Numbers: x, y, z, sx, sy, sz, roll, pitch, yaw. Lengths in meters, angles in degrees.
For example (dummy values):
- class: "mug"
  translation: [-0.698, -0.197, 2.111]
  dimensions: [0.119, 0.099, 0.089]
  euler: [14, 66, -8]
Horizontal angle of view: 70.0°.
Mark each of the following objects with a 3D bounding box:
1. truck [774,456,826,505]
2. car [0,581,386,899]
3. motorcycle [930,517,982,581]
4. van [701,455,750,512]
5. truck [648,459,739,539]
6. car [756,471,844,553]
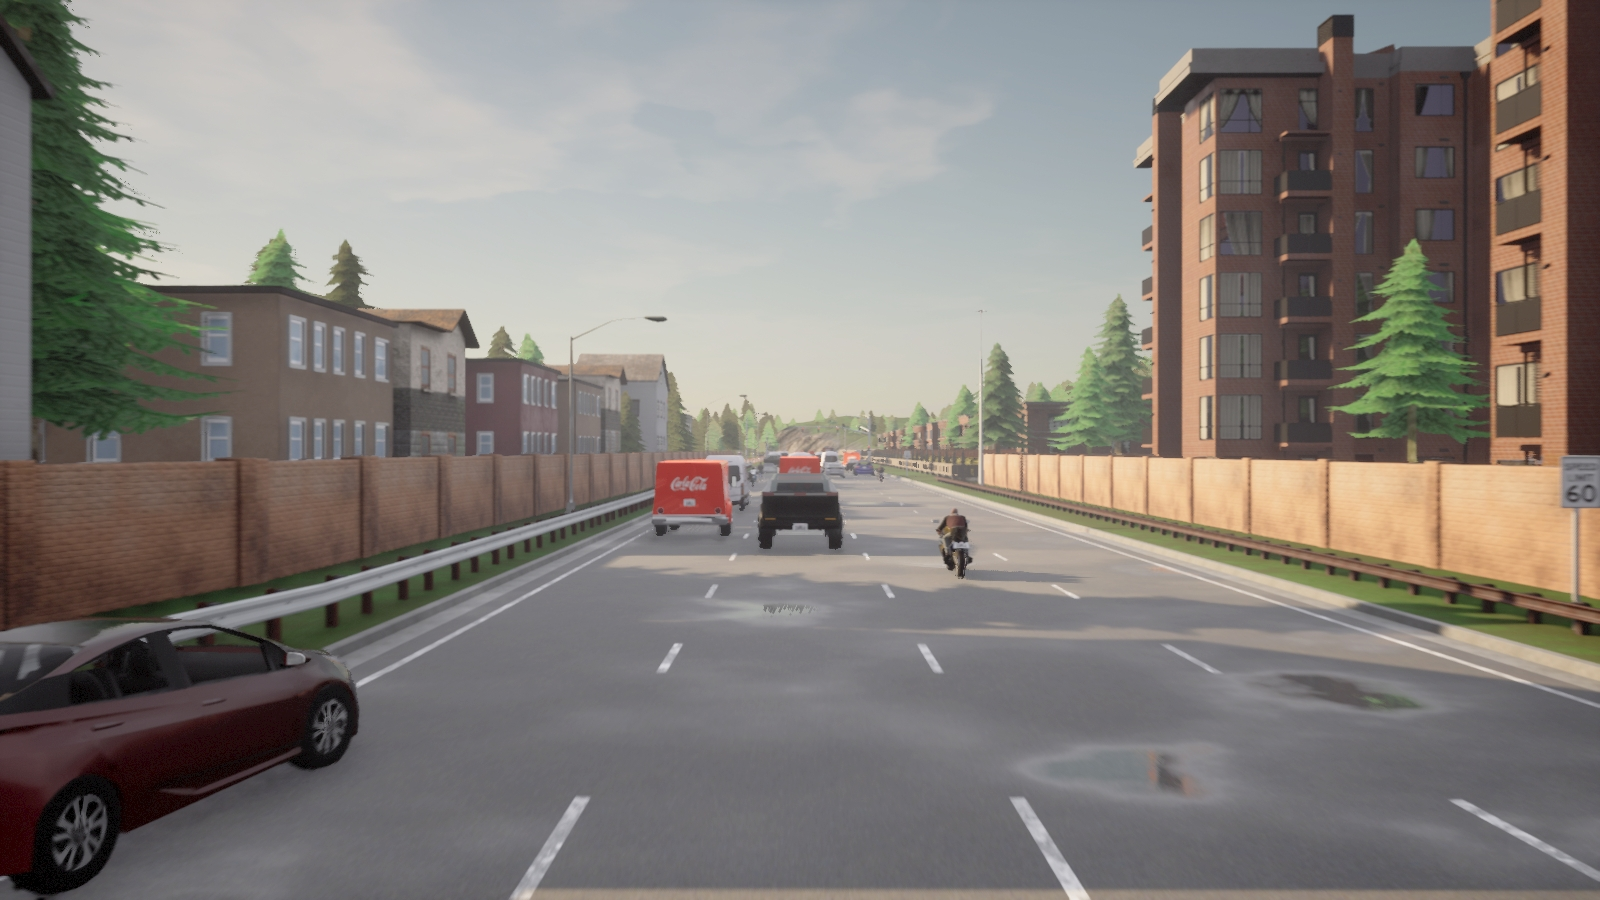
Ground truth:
- class: "truck"
  translation: [-0.004, 1.569, 60.964]
  dimensions: [2.627, 2.467, 5.204]
  euler: [0, 0, 0]
- class: "car"
  translation: [-5.242, 2.040, 8.761]
  dimensions: [2.007, 1.525, 4.514]
  euler: [0, 0, 8]
- class: "motorcycle"
  translation: [3.500, 2.205, 25.860]
  dimensions: [0.867, 1.251, 2.209]
  euler: [0, 0, 0]
- class: "van"
  translation: [-3.509, 1.535, 54.782]
  dimensions: [1.988, 2.561, 5.915]
  euler: [0, 0, 0]
- class: "truck"
  translation: [-3.503, 1.567, 38.723]
  dimensions: [2.627, 2.467, 5.204]
  euler: [0, 0, 0]
- class: "car"
  translation: [0.003, 1.754, 34.371]
  dimensions: [2.390, 2.098, 6.274]
  euler: [0, 0, 0]
